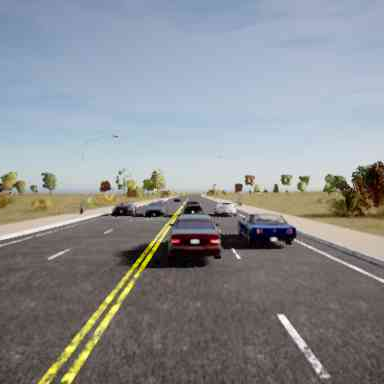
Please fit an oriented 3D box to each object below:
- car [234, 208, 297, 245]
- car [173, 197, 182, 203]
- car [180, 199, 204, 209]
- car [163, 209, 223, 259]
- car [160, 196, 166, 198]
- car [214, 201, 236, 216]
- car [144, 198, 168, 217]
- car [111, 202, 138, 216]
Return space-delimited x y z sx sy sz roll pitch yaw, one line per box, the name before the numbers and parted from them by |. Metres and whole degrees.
car | 3.349 1.641 15.785 1.895 1.301 4.718 0 0 0
car | -3.246 1.731 74.457 1.895 1.301 4.718 0 0 0
car | 0.100 1.587 32.651 1.837 1.490 4.892 0 0 0
car | 0.097 1.580 12.745 2.033 1.411 5.357 0 0 0
car | -6.496 1.659 74.488 1.812 1.442 4.674 0 0 0
car | 3.350 1.611 33.645 1.812 1.442 4.674 0 0 0
car | -3.346 1.628 32.176 2.033 1.411 5.357 0 0 0
car | -6.593 1.647 32.975 1.994 1.385 4.181 0 0 0
